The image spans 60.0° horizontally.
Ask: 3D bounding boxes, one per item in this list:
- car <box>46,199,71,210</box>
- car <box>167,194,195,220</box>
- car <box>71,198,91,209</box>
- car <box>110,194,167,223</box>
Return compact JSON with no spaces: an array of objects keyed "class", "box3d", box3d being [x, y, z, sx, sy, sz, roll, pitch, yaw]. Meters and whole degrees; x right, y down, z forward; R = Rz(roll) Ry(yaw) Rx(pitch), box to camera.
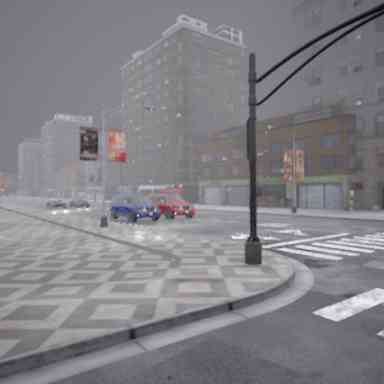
[{"class":"car","box3d":[-18.500,1.667,45.415,1.895,1.301,4.718,-1,0,-36]},{"class":"car","box3d":[-2.003,1.194,28.115,2.150,2.045,5.566,-1,0,-36]},{"class":"car","box3d":[-16.301,1.589,47.924,2.033,1.411,5.357,-1,0,-36]},{"class":"car","box3d":[-4.577,1.219,26.130,2.150,2.045,5.566,-1,0,-36]}]
